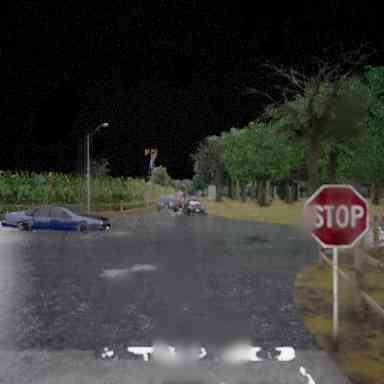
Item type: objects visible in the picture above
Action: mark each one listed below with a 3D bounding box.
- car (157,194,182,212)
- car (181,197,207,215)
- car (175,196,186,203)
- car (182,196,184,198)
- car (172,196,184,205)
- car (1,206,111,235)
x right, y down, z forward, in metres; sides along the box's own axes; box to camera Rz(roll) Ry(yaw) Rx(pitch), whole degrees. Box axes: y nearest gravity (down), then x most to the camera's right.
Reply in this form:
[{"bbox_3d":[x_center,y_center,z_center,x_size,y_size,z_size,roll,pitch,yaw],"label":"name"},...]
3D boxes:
[{"bbox_3d":[-2.697,1.238,38.713,2.150,2.045,5.566,0,0,1],"label":"car"},{"bbox_3d":[0.259,1.539,33.533,1.812,1.442,4.674,-1,0,-6],"label":"car"},{"bbox_3d":[-2.380,1.580,69.821,2.033,1.411,5.357,0,0,0],"label":"car"},{"bbox_3d":[-2.601,1.244,49.087,2.150,2.045,5.566,0,0,1],"label":"car"},{"bbox_3d":[-2.478,1.555,59.429,1.812,1.442,4.674,0,0,1],"label":"car"},{"bbox_3d":[-7.207,1.463,17.920,5.357,1.411,2.033,2,0,0],"label":"car"}]
